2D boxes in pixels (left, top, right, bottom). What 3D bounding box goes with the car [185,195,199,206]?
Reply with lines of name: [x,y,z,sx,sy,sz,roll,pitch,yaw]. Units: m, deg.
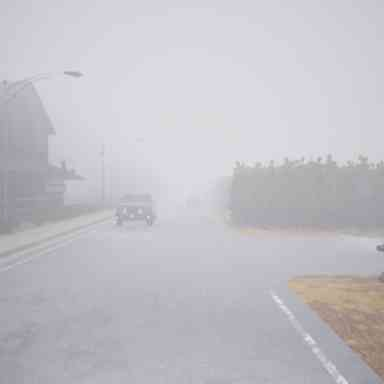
car: [0.025,1.144,46.543,1.812,1.442,4.674,0,0,0]

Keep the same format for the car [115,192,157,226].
car: [-3.564,1.040,22.102,2.150,2.045,5.566,0,0,-2]
